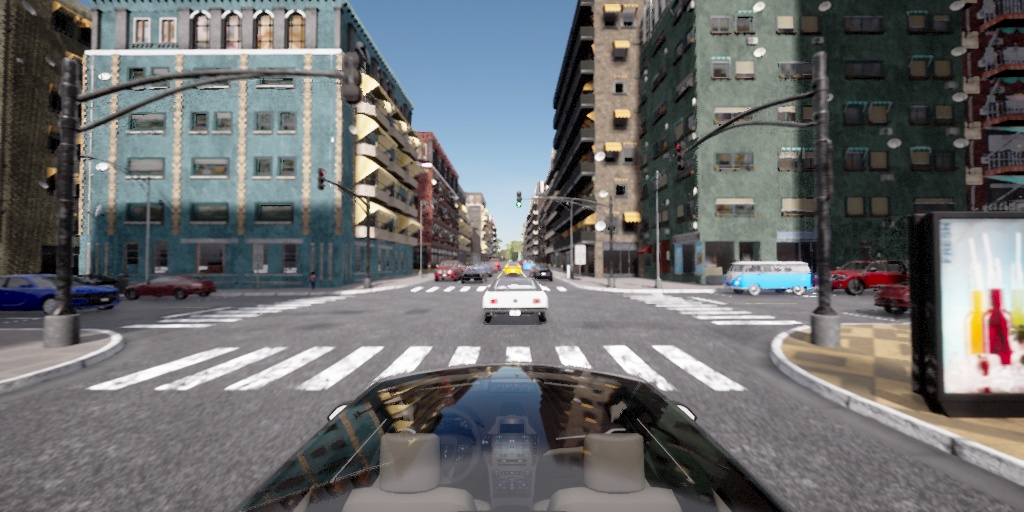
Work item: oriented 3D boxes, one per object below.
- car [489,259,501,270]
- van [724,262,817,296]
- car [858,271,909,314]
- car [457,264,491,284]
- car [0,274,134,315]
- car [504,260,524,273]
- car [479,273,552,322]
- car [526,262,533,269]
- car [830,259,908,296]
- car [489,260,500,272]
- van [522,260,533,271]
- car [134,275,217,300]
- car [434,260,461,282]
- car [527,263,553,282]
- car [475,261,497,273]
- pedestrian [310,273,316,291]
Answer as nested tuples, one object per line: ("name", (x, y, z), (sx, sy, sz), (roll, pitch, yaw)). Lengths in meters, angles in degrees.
("car", (-2.976, 1.466, 60.475), (2.150, 2.045, 5.566), (0, 0, 0))
("van", (13.777, 1.182, 19.399), (3.998, 1.789, 1.690), (0, 0, 0))
("car", (13.711, 1.232, 11.020), (4.207, 1.307, 1.802), (0, 0, 0))
("car", (-3.105, 1.590, 30.300), (1.895, 1.301, 4.718), (0, 0, 1))
("car", (-18.227, 1.439, 13.867), (5.008, 1.535, 1.882), (0, -1, 0))
("car", (0.117, 1.572, 42.718), (1.882, 1.535, 5.008), (0, 0, 0))
("car", (0.094, 1.378, 12.379), (1.895, 1.301, 4.718), (0, -1, 0))
("car", (2.706, 1.638, 38.159), (1.802, 1.307, 4.207), (0, 0, 0))
("car", (19.305, 1.114, 19.357), (5.009, 1.841, 2.192), (0, 0, 0))
("car", (-2.990, 1.681, 49.915), (1.812, 1.442, 4.674), (0, 0, 0))
("van", (2.715, 1.585, 60.444), (1.690, 1.789, 3.998), (0, 0, 0))
("car", (-18.615, 1.679, 19.643), (4.207, 1.307, 1.802), (0, 0, 0))
("car", (-5.677, 1.324, 32.632), (2.192, 1.841, 5.009), (0, 0, 0))
("car", (2.704, 1.575, 32.589), (1.948, 1.339, 4.313), (0, 0, 0))
("car", (-3.068, 1.619, 39.993), (2.033, 1.411, 5.357), (0, 0, 0))
("pedestrian", (-12.520, 1.257, 22.568), (0.375, 1.860, 0.375), (0, -1, 0))
